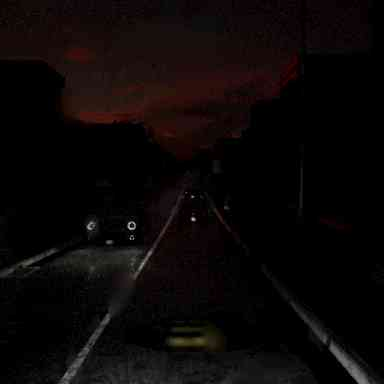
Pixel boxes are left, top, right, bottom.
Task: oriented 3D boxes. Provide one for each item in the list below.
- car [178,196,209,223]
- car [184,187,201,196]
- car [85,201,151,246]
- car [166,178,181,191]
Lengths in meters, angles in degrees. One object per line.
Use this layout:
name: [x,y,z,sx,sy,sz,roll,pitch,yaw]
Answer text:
car: [0.087,1.266,22.521,1.895,1.301,4.718,0,2,0]
car: [0.069,0.116,40.315,1.837,1.490,4.892,0,4,0]
car: [-3.113,1.258,14.743,2.097,1.767,4.553,0,1,0]
car: [-3.094,-1.278,56.810,2.150,2.045,5.566,0,4,0]
